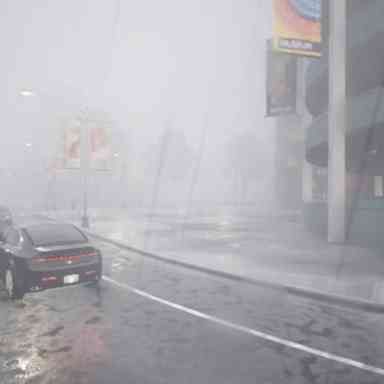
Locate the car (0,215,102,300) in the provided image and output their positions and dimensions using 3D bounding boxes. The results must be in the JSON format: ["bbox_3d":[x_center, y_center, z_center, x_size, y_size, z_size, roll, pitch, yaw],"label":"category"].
[{"bbox_3d":[-3.998,1.520,8.595,1.837,1.490,4.892,0,0,-40],"label":"car"}]

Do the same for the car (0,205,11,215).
[{"bbox_3d":[-13.130,1.563,22.046,2.033,1.411,5.357,1,0,-34],"label":"car"}]
